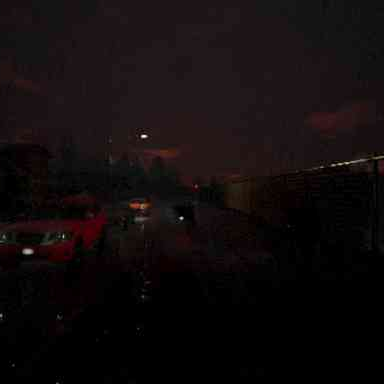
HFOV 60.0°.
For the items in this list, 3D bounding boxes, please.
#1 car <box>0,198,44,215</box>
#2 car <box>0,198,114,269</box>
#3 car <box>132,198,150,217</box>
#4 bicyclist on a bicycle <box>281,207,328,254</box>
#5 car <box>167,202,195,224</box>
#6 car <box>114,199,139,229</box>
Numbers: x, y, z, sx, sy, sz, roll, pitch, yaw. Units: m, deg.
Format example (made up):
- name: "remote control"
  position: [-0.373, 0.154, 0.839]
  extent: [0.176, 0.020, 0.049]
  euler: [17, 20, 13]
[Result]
- name: "car"
  position: [-15.699, 1.289, 30.323]
  extent: [3.633, 1.501, 1.845]
  euler: [0, 0, -5]
- name: "car"
  position: [-4.511, 1.254, 11.710]
  extent: [2.150, 2.045, 5.566]
  euler: [0, 0, -2]
- name: "car"
  position: [-5.256, 1.378, 31.878]
  extent: [2.097, 1.767, 4.553]
  euler: [0, 0, -2]
- name: "bicyclist on a bicycle"
  position: [3.660, 1.159, 11.321]
  extent: [1.656, 1.620, 0.582]
  euler: [-30, 1, -2]
- name: "car"
  position: [-0.805, 1.496, 24.620]
  extent: [1.837, 1.490, 4.892]
  euler: [0, 0, -2]
- name: "car"
  position: [-4.892, 1.506, 21.775]
  extent: [1.882, 1.535, 5.008]
  euler: [0, 0, -2]
